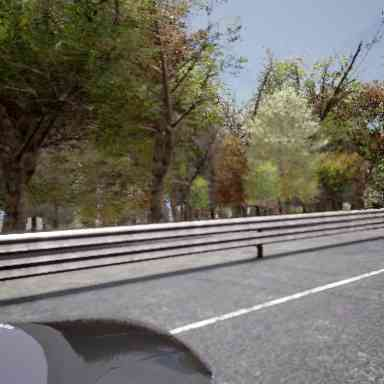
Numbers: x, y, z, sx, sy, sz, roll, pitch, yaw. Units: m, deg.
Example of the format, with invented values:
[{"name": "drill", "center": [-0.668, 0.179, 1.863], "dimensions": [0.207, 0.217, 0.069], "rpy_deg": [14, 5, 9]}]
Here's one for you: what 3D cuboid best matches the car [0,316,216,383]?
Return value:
[{"name": "car", "center": [-1.994, 1.494, 1.771], "dimensions": [4.902, 1.511, 2.128], "rpy_deg": [0, 0, -36]}]
